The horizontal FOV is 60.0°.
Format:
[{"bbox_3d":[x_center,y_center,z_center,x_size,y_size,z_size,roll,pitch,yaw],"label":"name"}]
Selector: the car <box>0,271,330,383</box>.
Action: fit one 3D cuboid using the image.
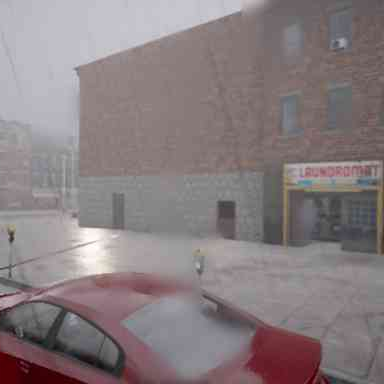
[{"bbox_3d":[-0.972,1.554,3.489,4.507,1.381,1.887,0,1,36],"label":"car"}]
